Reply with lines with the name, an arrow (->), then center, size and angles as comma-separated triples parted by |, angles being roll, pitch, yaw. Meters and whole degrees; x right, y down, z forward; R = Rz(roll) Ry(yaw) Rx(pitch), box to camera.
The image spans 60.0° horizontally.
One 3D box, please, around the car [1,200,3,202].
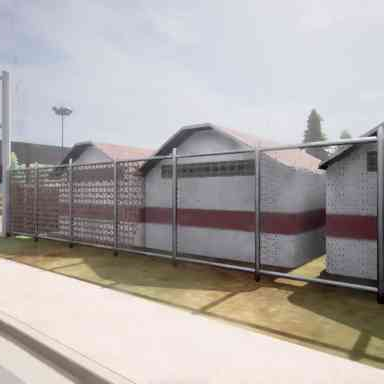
car -> -21.086, 1.221, 41.972 | 2.150, 2.045, 5.566 | 0, 0, 37
